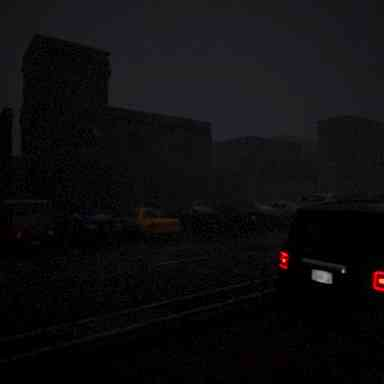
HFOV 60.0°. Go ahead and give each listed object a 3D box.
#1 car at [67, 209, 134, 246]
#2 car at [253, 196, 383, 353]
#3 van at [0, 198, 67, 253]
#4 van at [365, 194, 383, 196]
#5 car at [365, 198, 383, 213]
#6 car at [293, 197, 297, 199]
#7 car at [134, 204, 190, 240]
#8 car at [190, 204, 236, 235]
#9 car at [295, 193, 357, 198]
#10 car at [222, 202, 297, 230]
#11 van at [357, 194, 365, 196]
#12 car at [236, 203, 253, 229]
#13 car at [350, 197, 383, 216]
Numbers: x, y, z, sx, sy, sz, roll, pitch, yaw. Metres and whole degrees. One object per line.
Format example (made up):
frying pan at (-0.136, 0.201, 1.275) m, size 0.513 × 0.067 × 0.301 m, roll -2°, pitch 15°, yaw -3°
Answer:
car at (-4.710, 1.502, 15.220) m, size 2.002 × 1.452 × 4.674 m, roll 0°, pitch 0°, yaw -35°
car at (3.879, 1.177, 5.892) m, size 5.566 × 2.045 × 2.150 m, roll 0°, pitch 0°, yaw -35°
van at (-6.788, 1.253, 13.597) m, size 1.878 × 1.987 × 4.442 m, roll 0°, pitch 0°, yaw -35°
van at (15.421, 1.127, 29.726) m, size 1.878 × 1.987 × 4.442 m, roll 0°, pitch 0°, yaw -35°
car at (19.982, 1.381, 32.832) m, size 2.002 × 1.452 × 4.674 m, roll 0°, pitch 0°, yaw -35°
car at (6.509, 1.390, 23.232) m, size 2.097 × 1.535 × 5.008 m, roll 0°, pitch 0°, yaw -35°
car at (-2.574, 1.442, 16.975) m, size 1.946 × 1.575 × 5.366 m, roll 0°, pitch 0°, yaw -35°
car at (-0.219, 1.431, 18.419) m, size 2.231 × 1.521 × 4.892 m, roll 0°, pitch 0°, yaw -35°
car at (8.739, 1.128, 24.851) m, size 2.435 × 2.045 × 5.566 m, roll 0°, pitch 0°, yaw -35°
car at (4.266, 1.442, 21.628) m, size 2.002 × 1.452 × 4.674 m, roll 0°, pitch 0°, yaw -35°
van at (10.933, 1.144, 26.524) m, size 1.878 × 1.987 × 4.442 m, roll 0°, pitch 0°, yaw -35°
car at (2.006, 1.445, 20.050) m, size 2.163 × 1.488 × 4.792 m, roll 0°, pitch 0°, yaw -35°
car at (17.843, 1.344, 31.082) m, size 1.946 × 1.575 × 5.366 m, roll 0°, pitch 0°, yaw -35°
